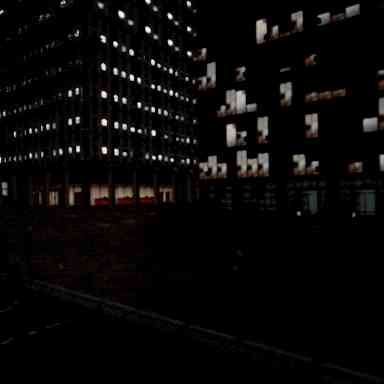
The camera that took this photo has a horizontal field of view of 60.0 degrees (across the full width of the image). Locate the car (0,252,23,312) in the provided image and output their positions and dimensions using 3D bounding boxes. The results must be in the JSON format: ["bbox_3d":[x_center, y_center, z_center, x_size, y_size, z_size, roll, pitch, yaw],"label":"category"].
[{"bbox_3d":[-4.981,1.549,6.440,4.403,1.369,2.008,0,-1,36],"label":"car"}]
